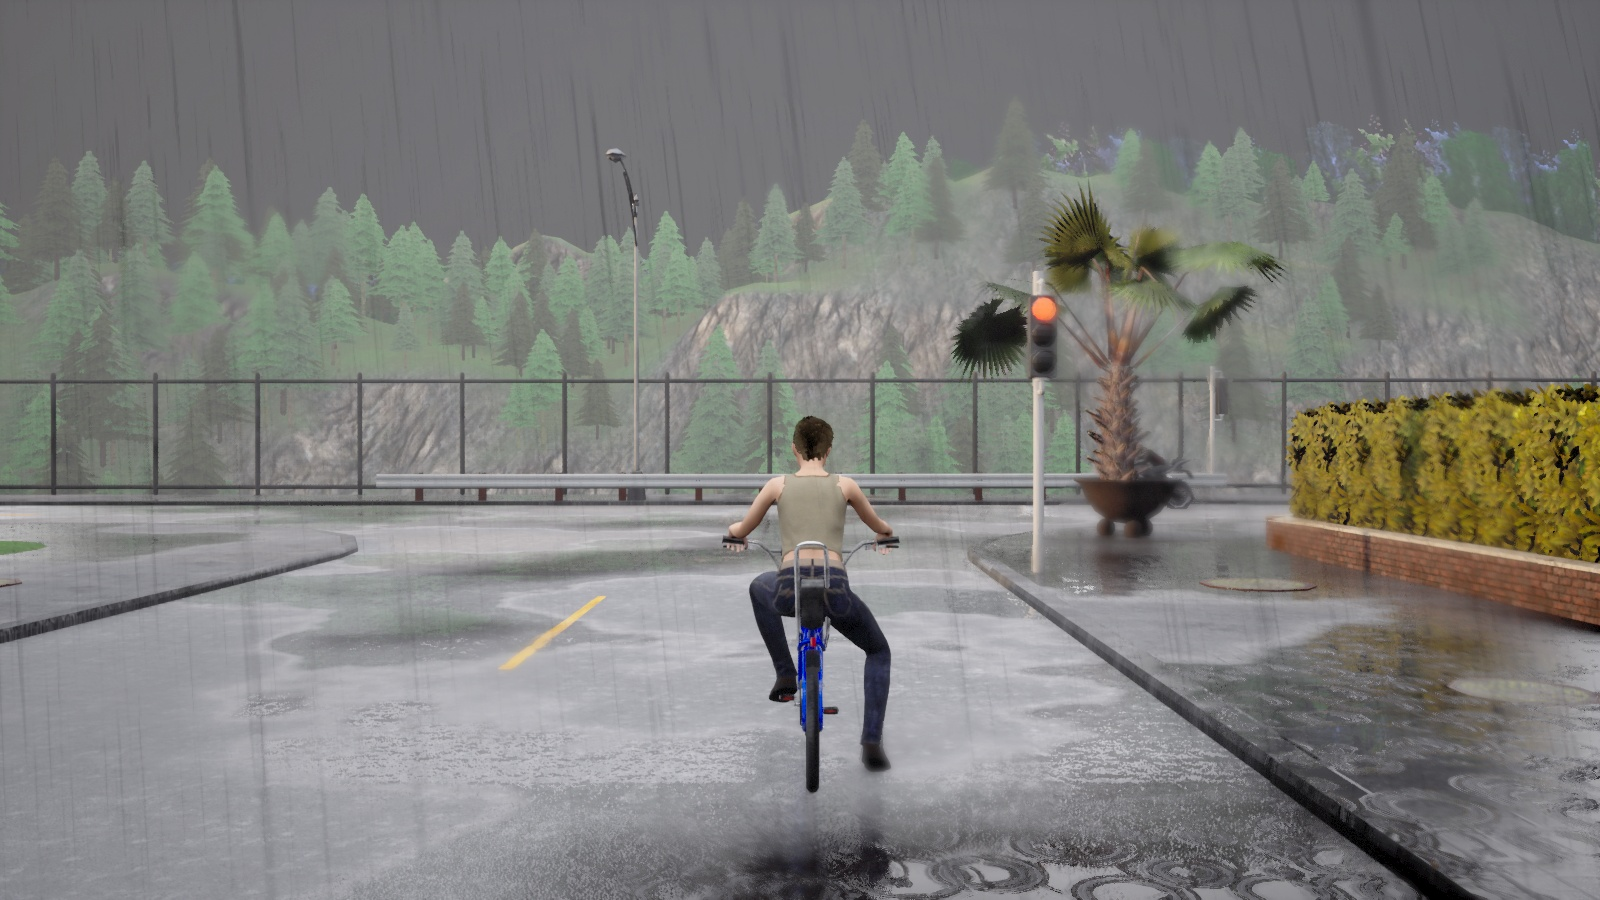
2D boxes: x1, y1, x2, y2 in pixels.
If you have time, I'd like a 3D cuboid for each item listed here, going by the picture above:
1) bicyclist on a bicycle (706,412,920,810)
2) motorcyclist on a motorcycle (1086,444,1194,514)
[{"bbox_3d":[0.052,0.650,5.849,0.866,1.612,1.509,0,0,0],"label":"bicyclist on a bicycle"},{"bbox_3d":[7.570,0.629,28.032,2.191,1.530,0.866,0,0,0],"label":"motorcyclist on a motorcycle"}]
